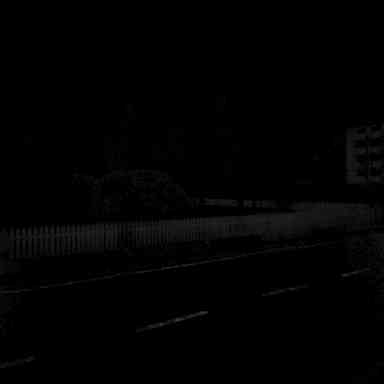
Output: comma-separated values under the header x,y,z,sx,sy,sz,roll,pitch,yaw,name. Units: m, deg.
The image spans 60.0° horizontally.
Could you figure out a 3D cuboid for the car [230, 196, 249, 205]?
x,y,z,sx,sy,sz,roll,pitch,yaw,name
8.833,1.518,60.651,2.128,1.511,4.902,0,0,-34,car
